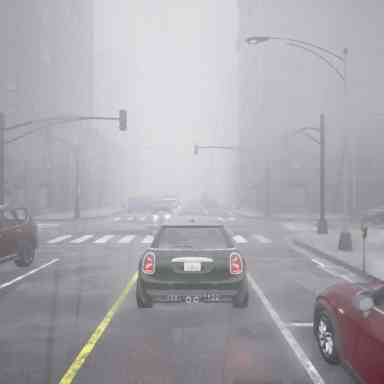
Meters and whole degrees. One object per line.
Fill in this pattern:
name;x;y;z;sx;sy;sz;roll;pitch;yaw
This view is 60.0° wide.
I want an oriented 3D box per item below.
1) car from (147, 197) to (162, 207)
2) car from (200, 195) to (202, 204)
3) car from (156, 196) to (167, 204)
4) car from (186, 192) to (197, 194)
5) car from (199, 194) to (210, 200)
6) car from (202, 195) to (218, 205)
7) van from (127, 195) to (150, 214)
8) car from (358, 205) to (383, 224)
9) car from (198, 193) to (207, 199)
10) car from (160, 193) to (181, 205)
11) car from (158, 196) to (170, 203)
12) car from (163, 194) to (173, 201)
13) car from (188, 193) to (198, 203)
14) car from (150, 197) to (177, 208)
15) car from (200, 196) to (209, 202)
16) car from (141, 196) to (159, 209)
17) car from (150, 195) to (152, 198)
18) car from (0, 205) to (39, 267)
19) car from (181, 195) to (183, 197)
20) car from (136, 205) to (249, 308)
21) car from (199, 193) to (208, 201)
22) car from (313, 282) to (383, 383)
car;-5.817;1.538;52.370;1.887;1.381;4.507;0;0;0
car;2.709;1.544;52.386;2.008;1.369;4.403;0;0;0
car;-5.808;1.516;63.392;1.752;1.417;4.829;0;0;0
car;0.060;1.362;76.576;1.812;1.442;4.674;0;0;0
car;2.713;1.558;57.980;1.947;1.339;4.313;0;0;0
car;2.705;1.520;46.961;1.752;1.417;4.829;0;0;0
van;-5.830;1.337;35.582;1.690;1.788;3.998;0;0;0
car;14.395;1.515;23.743;4.674;1.442;1.812;0;0;1
car;2.718;1.305;63.574;2.192;1.841;5.009;0;0;0
car;-3.066;1.216;46.266;2.150;2.045;5.566;0;0;0
car;-5.804;1.540;69.158;2.008;1.369;4.403;0;0;0
car;-5.795;1.302;80.349;2.192;1.841;5.009;0;0;0
car;0.107;1.515;66.609;1.812;1.442;4.674;0;0;0
car;-3.073;1.544;36.039;2.033;1.411;5.357;0;0;0
car;2.727;1.570;74.763;1.802;1.307;4.206;0;0;0
car;-5.822;1.434;46.774;1.967;1.590;4.097;0;0;0
car;-5.826;1.310;41.179;2.192;1.841;5.009;0;0;0
car;-5.852;1.315;8.635;2.192;1.841;5.009;0;0;0
car;-3.039;1.593;56.538;1.895;1.301;4.718;0;0;0
car;0.016;1.352;8.056;2.097;1.767;4.553;0;0;0
car;3.069;1.210;86.585;2.150;2.045;5.566;0;0;0
car;2.670;1.440;3.130;1.967;1.590;4.097;0;0;0
